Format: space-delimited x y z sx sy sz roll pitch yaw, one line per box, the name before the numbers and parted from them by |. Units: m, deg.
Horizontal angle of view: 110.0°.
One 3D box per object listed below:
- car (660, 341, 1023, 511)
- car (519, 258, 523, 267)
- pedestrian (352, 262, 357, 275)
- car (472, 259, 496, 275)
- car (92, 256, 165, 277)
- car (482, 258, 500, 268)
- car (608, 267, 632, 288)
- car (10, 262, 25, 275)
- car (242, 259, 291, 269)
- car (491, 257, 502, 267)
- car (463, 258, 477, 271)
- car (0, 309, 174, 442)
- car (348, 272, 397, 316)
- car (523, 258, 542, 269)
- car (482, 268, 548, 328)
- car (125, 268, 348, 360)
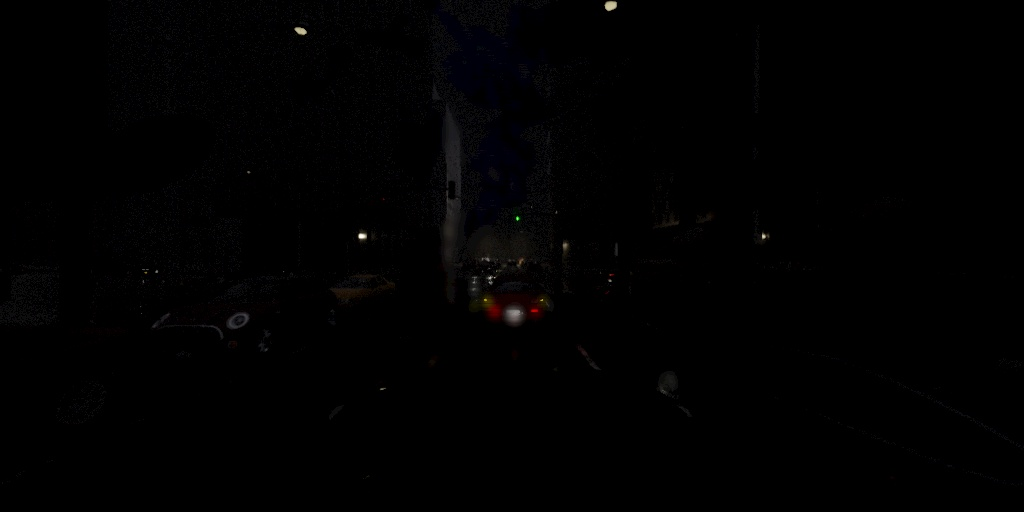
car | 2.762 1.318 2.833 1.948 1.339 4.313 0 0 0
car | 2.703 1.421 62.027 2.007 1.370 4.403 0 0 0
pedestrian | -13.796 1.080 31.432 0.500 1.100 0.500 0 -1 0
car | -3.137 1.350 40.555 1.812 1.442 4.674 0 0 0
car | -27.344 0.792 25.158 4.892 1.490 1.837 1 0 0
car | -3.133 1.410 50.523 1.994 1.385 4.181 0 0 0
car | 9.243 1.510 25.188 4.892 1.490 1.837 1 -2 -7
car | -37.267 0.662 25.135 4.181 1.385 1.994 1 0 0
car | -17.845 0.976 25.185 4.892 1.490 1.837 1 0 0
car | -3.091 1.359 60.629 2.128 1.511 4.902 0 0 0
car | -5.811 1.162 51.144 2.192 1.841 5.009 0 0 0
car | -5.763 1.297 2.823 1.888 1.381 4.507 0 0 0
car | -5.774 1.297 13.567 1.751 1.417 4.829 0 0 0
car | 2.719 1.275 45.715 1.967 1.591 4.097 0 0 0
car | 0.084 1.293 11.377 1.812 1.442 4.674 0 0 0
car | -5.769 1.201 8.280 1.967 1.591 4.097 0 0 0
